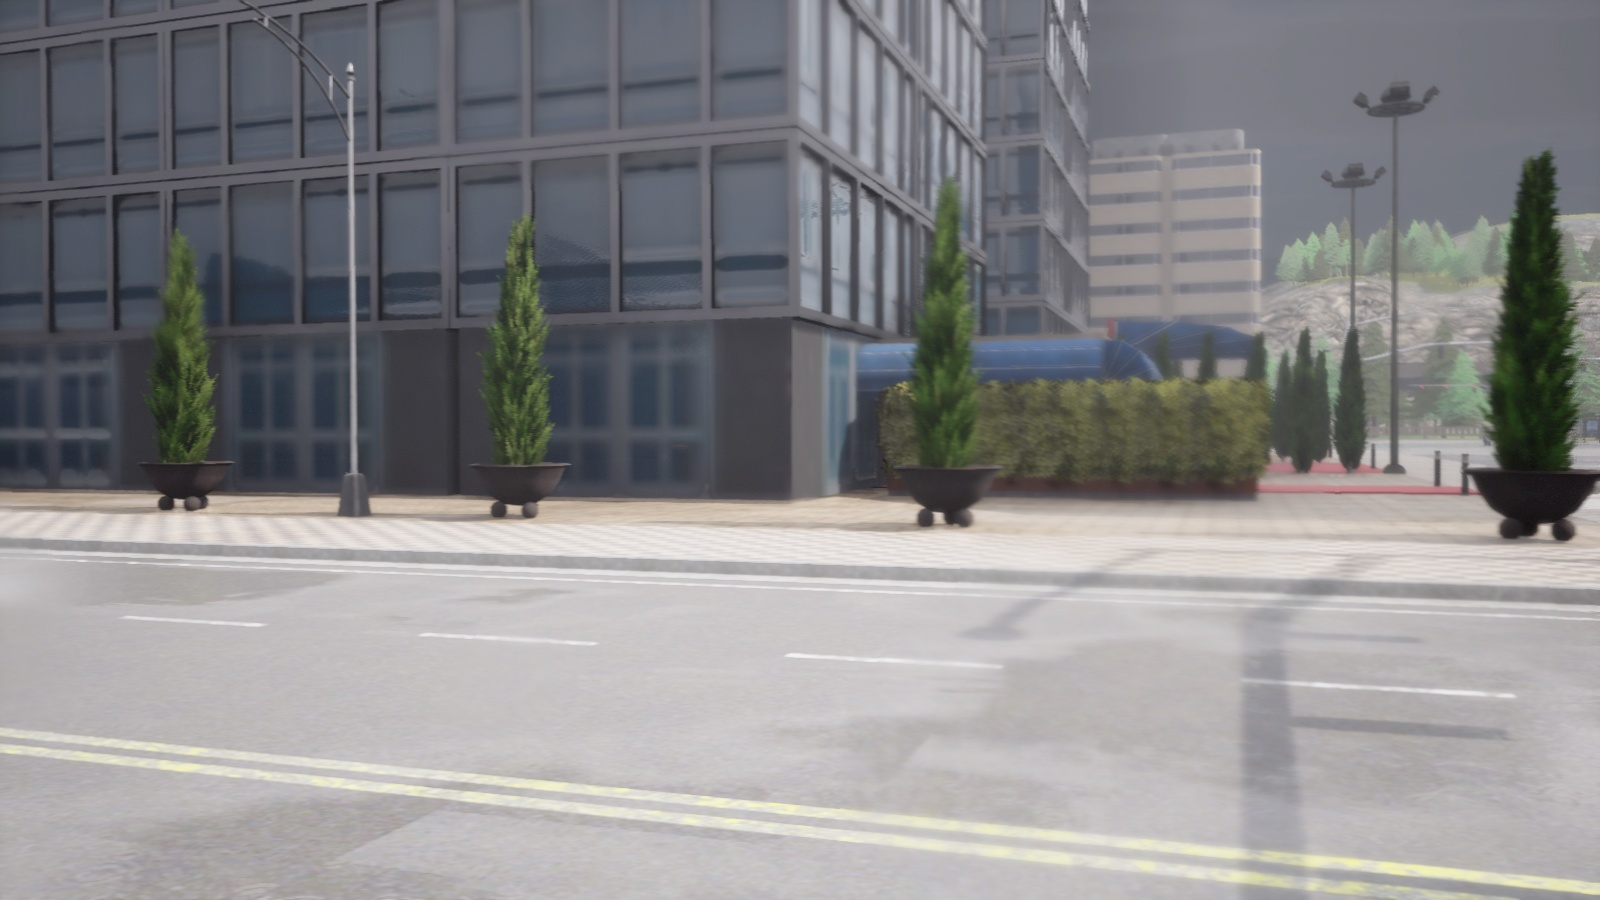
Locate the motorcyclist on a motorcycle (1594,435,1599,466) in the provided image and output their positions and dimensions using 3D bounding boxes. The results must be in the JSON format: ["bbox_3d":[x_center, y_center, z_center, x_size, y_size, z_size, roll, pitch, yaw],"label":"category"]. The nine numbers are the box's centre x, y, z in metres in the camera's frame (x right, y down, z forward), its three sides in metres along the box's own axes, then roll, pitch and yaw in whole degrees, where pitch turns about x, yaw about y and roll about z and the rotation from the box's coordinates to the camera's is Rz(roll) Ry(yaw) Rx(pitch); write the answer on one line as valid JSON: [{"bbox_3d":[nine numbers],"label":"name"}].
[{"bbox_3d":[39.173,0.038,60.642,0.866,1.530,2.191,1,1,18],"label":"motorcyclist on a motorcycle"}]
